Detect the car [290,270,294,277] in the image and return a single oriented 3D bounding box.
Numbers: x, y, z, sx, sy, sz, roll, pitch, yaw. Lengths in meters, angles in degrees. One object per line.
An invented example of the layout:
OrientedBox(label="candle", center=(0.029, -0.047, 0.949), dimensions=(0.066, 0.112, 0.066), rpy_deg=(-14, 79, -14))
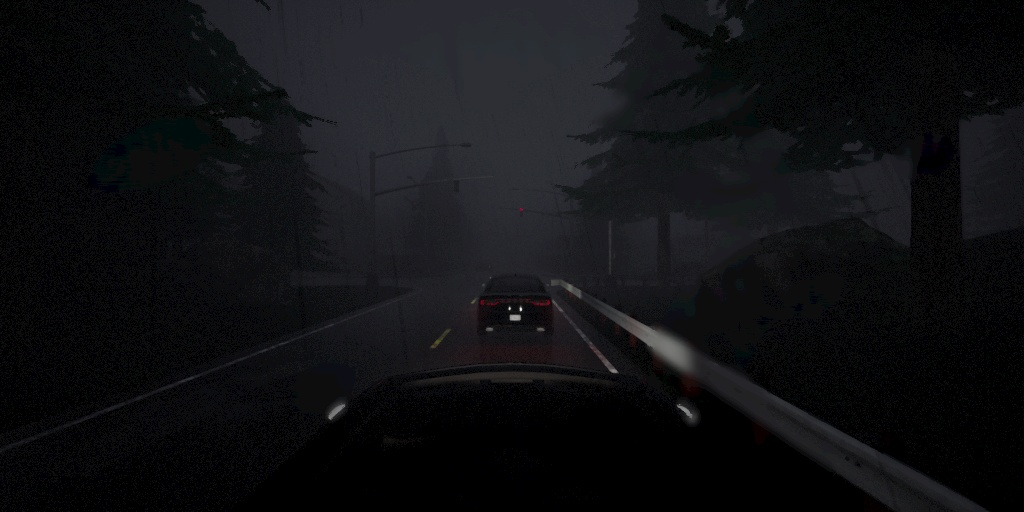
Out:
OrientedBox(label="car", center=(-19.147, 0.956, 26.333), dimensions=(5.566, 2.045, 2.150), rpy_deg=(0, 0, 1))

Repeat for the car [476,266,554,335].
OrientedBox(label="car", center=(0.103, 1.228, 10.494), dimensions=(1.882, 1.535, 5.008), rpy_deg=(0, 0, 1))

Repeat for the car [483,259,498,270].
OrientedBox(label="car", center=(-3.294, 1.228, 55.446), dimensions=(1.882, 1.535, 5.008), rpy_deg=(0, 0, 1))

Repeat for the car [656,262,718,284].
OrientedBox(label="car", center=(13.089, 1.212, 25.914), dimensions=(5.008, 1.535, 1.882), rpy_deg=(0, 0, 1))

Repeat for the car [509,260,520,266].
OrientedBox(label="car", center=(0.425, 1.314, 60.803), dimensions=(1.994, 1.385, 4.181), rpy_deg=(0, 0, 0))

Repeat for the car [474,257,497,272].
OrientedBox(label="car", center=(-3.352, 1.228, 45.124), dimensions=(1.882, 1.535, 5.008), rpy_deg=(0, 0, 0))

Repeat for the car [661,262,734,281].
OrientedBox(label="car", center=(15.235, 1.226, 29.610), dimensions=(4.902, 1.511, 2.128), rpy_deg=(0, 0, 0))
